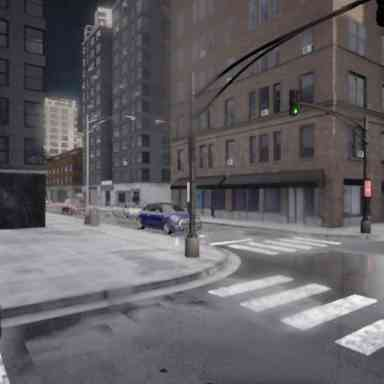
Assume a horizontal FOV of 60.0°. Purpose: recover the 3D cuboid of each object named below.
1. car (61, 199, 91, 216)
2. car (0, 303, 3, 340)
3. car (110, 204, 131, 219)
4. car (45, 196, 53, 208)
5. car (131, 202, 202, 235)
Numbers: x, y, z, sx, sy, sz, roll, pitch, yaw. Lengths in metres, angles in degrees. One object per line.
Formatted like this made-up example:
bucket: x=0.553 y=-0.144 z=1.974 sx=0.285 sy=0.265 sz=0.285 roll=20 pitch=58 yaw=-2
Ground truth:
car: x=-11.990 y=1.497 z=34.356 sx=2.097 sy=1.767 sz=4.553 roll=0 pitch=0 yaw=-35
car: x=-4.541 y=1.316 z=2.968 sx=5.009 sy=1.841 sz=2.192 roll=0 pitch=0 yaw=-35
car: x=-5.931 y=1.721 z=30.937 sx=1.895 sy=1.301 sz=4.718 roll=0 pitch=0 yaw=-36
car: x=-21.552 y=1.375 z=47.902 sx=2.097 sy=1.767 sz=4.553 roll=0 pitch=0 yaw=-36
car: x=-1.413 y=1.419 z=19.529 sx=2.097 sy=1.767 sz=4.553 roll=0 pitch=-1 yaw=-38
